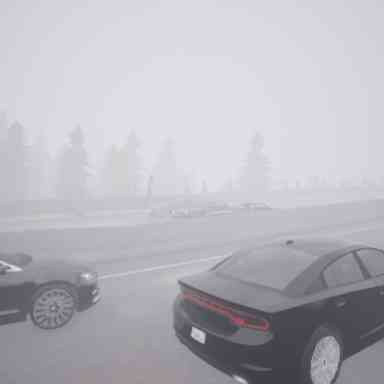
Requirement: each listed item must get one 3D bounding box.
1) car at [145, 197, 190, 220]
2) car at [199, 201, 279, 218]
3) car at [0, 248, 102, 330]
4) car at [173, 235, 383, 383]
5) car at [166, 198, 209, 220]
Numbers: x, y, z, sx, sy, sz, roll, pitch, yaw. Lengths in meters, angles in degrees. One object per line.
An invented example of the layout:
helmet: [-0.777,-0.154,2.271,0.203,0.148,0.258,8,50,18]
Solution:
car: [-1.114,1.168,24.687,4.902,1.511,2.128,-3,1,-35]
car: [3.013,1.275,19.034,4.718,1.301,1.895,-2,1,-35]
car: [-3.946,1.485,5.239,4.902,1.511,2.128,0,0,-35]
car: [2.087,1.427,5.237,5.008,1.535,1.882,-2,1,-35]
car: [0.986,1.275,21.887,4.718,1.301,1.895,-2,1,-35]
